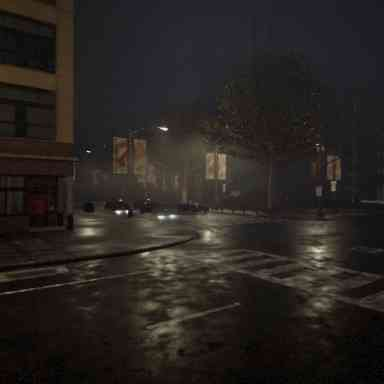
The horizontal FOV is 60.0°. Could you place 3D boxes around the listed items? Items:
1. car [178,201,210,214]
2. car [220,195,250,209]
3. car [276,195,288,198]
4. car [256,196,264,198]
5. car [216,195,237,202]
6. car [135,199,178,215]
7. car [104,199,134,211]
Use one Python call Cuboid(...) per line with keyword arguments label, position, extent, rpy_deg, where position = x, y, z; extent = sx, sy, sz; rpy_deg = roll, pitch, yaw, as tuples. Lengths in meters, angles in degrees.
Cuboid(label="car", position=(-0.189, 1.607, 34.998), extent=(1.895, 1.301, 4.718), rpy_deg=(0, 0, -36))
Cuboid(label="car", position=(5.969, 1.362, 46.479), extent=(2.097, 1.767, 4.553), rpy_deg=(0, 0, -36))
Cuboid(label="car", position=(18.420, 1.337, 69.178), extent=(2.002, 1.452, 4.674), rpy_deg=(0, 0, -36))
Cuboid(label="car", position=(17.611, 1.483, 83.112), extent=(1.895, 1.301, 4.718), rpy_deg=(0, 0, -36))
Cuboid(label="car", position=(7.952, 1.429, 76.673), extent=(2.161, 1.482, 4.786), rpy_deg=(0, 0, -36))
Cuboid(label="car", position=(-3.683, 1.569, 33.868), extent=(1.994, 1.385, 4.181), rpy_deg=(0, 0, -36))
Cuboid(label="car", position=(-9.507, 1.569, 42.025), extent=(1.994, 1.385, 4.181), rpy_deg=(0, 0, -35))
